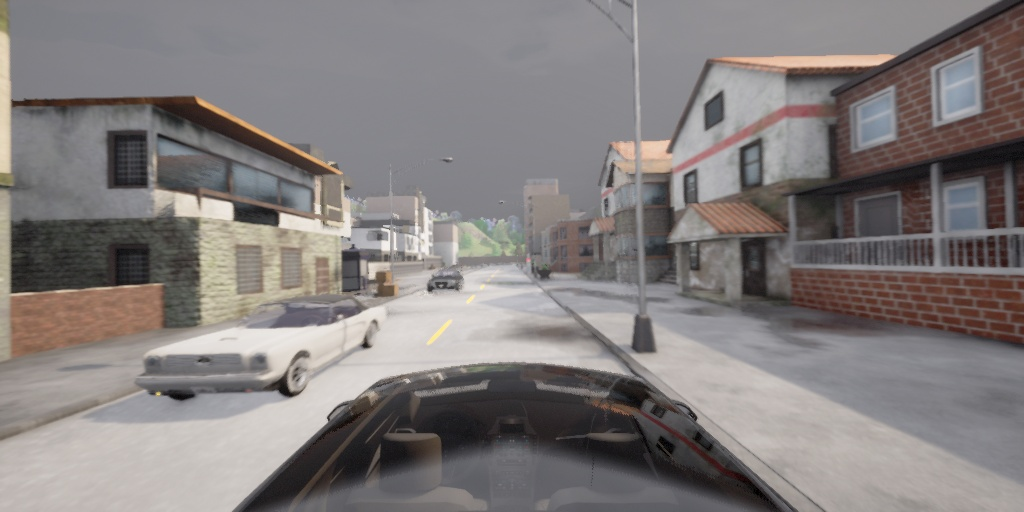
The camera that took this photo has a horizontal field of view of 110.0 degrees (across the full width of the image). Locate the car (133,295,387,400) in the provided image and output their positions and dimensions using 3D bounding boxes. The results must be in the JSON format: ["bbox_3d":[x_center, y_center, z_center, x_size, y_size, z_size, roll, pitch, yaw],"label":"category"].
[{"bbox_3d":[-4.136,1.499,6.982,1.895,1.301,4.718,-1,-1,-1],"label":"car"}]

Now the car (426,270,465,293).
[{"bbox_3d":[-4.282,1.613,23.674,1.994,1.385,4.181,-1,0,0],"label":"car"}]
